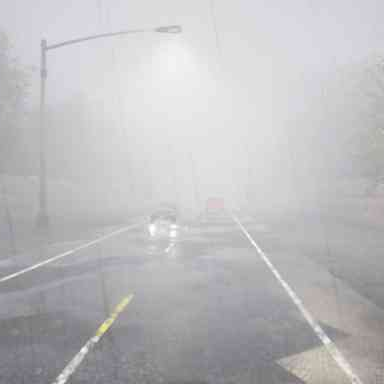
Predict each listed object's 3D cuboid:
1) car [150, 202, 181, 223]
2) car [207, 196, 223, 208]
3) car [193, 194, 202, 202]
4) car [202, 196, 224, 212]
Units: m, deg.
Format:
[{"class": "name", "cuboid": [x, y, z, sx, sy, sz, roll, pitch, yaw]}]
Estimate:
[{"class": "car", "cuboid": [-1.914, 1.472, 25.105, 1.812, 1.442, 4.674, 0, 0, 4]}, {"class": "car", "cuboid": [3.332, 1.420, 48.172, 2.128, 1.511, 4.902, 0, 0, 4]}, {"class": "car", "cuboid": [1.372, 1.191, 70.209, 2.097, 1.767, 4.553, 0, 0, 4]}, {"class": "car", "cuboid": [2.592, 1.301, 37.788, 2.097, 1.767, 4.553, 0, 0, 4]}]
